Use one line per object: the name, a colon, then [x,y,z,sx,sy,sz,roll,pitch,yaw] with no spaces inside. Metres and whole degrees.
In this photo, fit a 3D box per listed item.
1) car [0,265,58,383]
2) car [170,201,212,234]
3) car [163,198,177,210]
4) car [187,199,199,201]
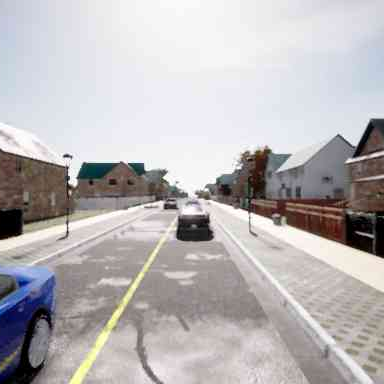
car: [-2.851,1.479,2.749,1.882,1.535,5.008,0,0,0]
car: [0.098,1.519,19.162,2.128,1.511,4.902,0,0,0]
car: [-2.833,1.610,45.006,1.837,1.490,4.892,0,-1,0]
car: [0.098,1.563,40.703,1.882,1.535,5.008,0,0,0]
